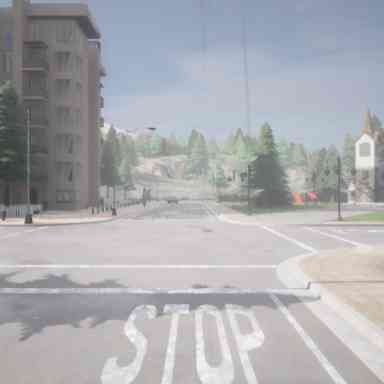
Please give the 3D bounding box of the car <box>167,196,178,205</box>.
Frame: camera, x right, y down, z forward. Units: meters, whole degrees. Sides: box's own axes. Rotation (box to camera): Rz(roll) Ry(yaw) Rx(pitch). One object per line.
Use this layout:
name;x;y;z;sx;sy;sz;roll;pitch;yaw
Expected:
car;-3.500;1.407;60.673;1.882;1.535;5.008;0;0;0
